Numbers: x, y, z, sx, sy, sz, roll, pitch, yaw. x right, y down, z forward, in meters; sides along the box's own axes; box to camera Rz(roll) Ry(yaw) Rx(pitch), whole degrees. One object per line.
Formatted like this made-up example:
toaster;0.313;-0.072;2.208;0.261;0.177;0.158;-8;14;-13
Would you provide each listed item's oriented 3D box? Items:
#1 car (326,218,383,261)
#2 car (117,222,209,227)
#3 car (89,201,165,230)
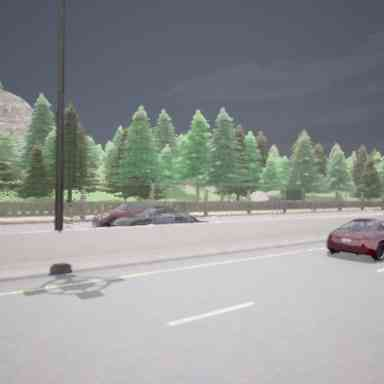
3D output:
car;7.222;1.748;13.199;4.181;1.385;1.994;1;-1;-35
car;-1.123;1.715;16.090;4.718;1.301;1.895;1;-1;-36
car;-4.298;1.482;22.423;4.553;1.767;2.097;1;-1;-35
